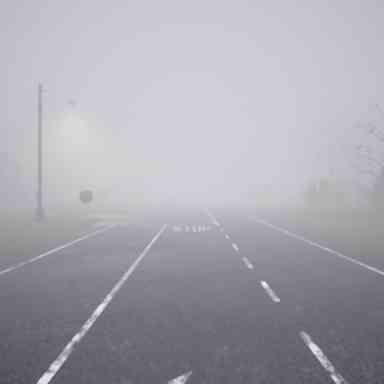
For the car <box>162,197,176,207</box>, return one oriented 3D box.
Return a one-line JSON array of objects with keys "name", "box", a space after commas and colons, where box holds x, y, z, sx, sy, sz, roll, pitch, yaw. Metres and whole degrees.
[{"name": "car", "box": [-3.426, 1.453, 50.536, 1.812, 1.442, 4.674, 0, 0, 0]}]
